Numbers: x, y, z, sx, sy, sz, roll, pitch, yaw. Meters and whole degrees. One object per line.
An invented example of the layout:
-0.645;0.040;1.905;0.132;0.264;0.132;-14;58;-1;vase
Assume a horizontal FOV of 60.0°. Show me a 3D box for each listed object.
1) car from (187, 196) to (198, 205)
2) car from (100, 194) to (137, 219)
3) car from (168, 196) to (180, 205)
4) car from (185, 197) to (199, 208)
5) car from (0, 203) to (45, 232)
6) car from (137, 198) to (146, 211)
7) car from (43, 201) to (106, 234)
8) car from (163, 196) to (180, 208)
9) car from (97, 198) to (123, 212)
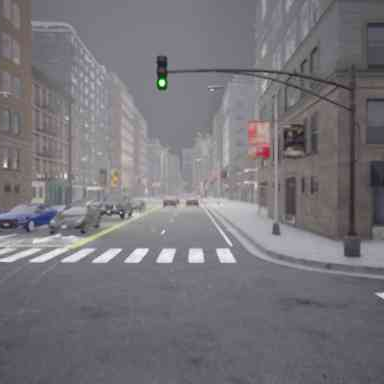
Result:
0.071;1.518;59.062;1.994;1.385;4.181;0;0;0;car
-6.555;1.189;28.912;2.150;2.045;5.566;0;0;0;car
-3.178;1.431;59.066;1.882;1.535;5.008;0;0;0;car
0.059;1.434;48.613;1.882;1.535;5.008;0;0;0;car
-9.810;1.452;20.105;1.882;1.535;5.008;0;0;0;car
-6.544;1.453;39.071;2.128;1.511;4.902;0;0;0;car
-6.569;1.501;19.210;1.812;1.442;4.674;0;0;-2;car
-3.191;1.434;48.650;1.882;1.535;5.008;0;0;0;car
-9.791;1.465;40.038;1.837;1.490;4.892;0;0;0;car
